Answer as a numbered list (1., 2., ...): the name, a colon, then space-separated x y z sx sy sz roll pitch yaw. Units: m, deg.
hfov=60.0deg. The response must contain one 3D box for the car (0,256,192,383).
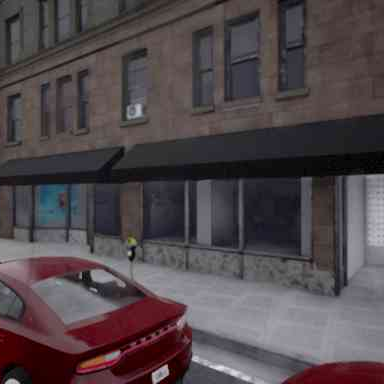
1. car: -2.102 1.534 4.367 4.507 1.381 1.887 0 0 36

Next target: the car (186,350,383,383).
1. car: 2.362 1.548 1.168 4.507 1.381 1.887 0 0 36
